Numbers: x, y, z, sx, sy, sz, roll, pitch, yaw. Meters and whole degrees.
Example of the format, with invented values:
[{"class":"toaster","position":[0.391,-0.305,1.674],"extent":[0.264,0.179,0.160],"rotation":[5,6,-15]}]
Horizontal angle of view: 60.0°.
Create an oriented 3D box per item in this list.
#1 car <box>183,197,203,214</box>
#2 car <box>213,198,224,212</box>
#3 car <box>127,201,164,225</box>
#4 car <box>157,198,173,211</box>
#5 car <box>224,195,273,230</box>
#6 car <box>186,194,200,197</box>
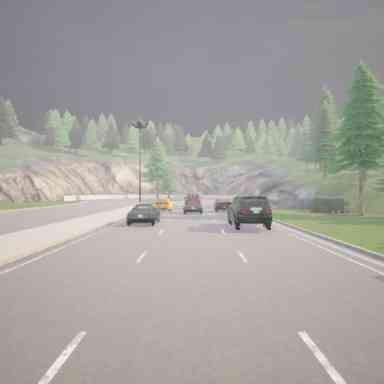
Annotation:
[{"class":"car","position":[0.106,1.564,35.197],"extent":[1.994,1.385,4.181],"rotation":[0,0,0]},{"class":"car","position":[3.608,1.477,38.992],"extent":[1.882,1.535,5.008],"rotation":[0,0,0]},{"class":"car","position":[-3.395,1.563,23.841],"extent":[1.994,1.385,4.181],"rotation":[0,0,0]},{"class":"car","position":[-3.391,1.477,39.910],"extent":[1.882,1.535,5.008],"rotation":[0,0,0]},{"class":"car","position":[3.604,1.221,21.375],"extent":[2.150,2.045,5.566],"rotation":[0,0,0]},{"class":"car","position":[0.102,1.221,44.614],"extent":[2.150,2.045,5.566],"rotation":[0,0,0]}]
